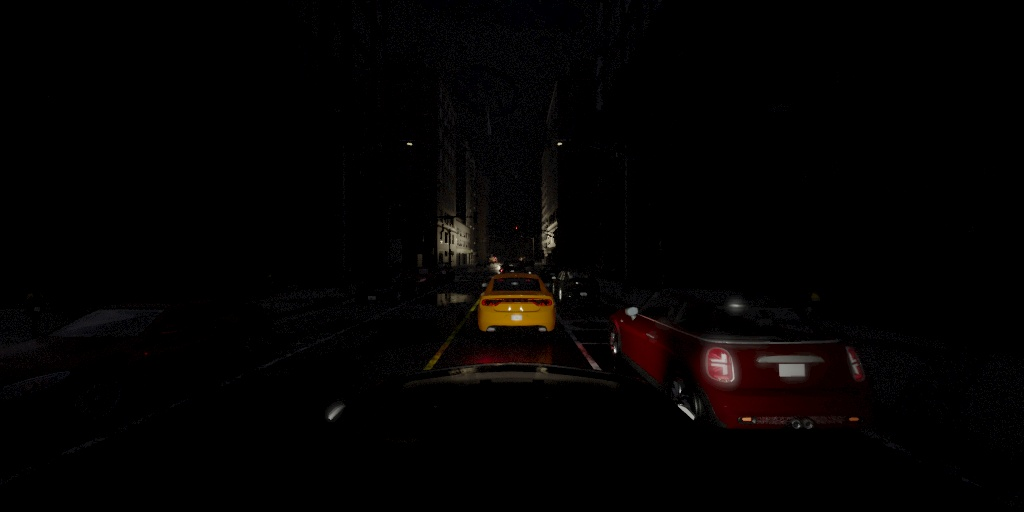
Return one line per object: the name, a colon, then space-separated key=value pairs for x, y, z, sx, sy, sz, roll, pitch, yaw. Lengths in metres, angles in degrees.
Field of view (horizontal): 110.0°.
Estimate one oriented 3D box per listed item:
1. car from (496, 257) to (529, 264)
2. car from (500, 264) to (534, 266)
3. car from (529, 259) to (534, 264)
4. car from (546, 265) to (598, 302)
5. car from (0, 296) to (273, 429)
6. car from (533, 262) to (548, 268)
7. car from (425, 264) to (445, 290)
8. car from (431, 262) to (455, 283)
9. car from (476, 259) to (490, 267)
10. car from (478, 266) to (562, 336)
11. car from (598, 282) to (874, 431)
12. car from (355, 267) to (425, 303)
car: x=0.081 y=1.105 z=28.207 sx=2.097 sy=1.767 sz=4.553 roll=0 pitch=0 yaw=1
car: x=0.135 y=1.315 z=19.475 sx=1.994 sy=1.385 sz=4.181 roll=0 pitch=0 yaw=0
car: x=3.013 y=1.232 z=64.693 sx=1.967 sy=1.591 sz=4.097 roll=0 pitch=0 yaw=0
car: x=2.885 y=1.301 z=16.601 sx=2.007 sy=1.370 sz=4.403 roll=0 pitch=0 yaw=0
car: x=-5.661 y=1.332 z=5.616 sx=1.802 sy=1.307 sz=4.207 roll=0 pitch=0 yaw=0
car: x=2.907 y=1.319 z=27.604 sx=1.948 sy=1.339 sz=4.313 roll=0 pitch=0 yaw=0
car: x=-5.630 y=1.334 z=22.119 sx=1.802 sy=1.307 sz=4.207 roll=0 pitch=0 yaw=0
car: x=-5.619 y=1.193 z=27.621 sx=1.967 sy=1.591 sz=4.097 roll=0 pitch=0 yaw=0
car: x=-5.512 y=1.375 z=64.722 sx=1.802 sy=1.307 sz=4.207 roll=0 pitch=0 yaw=0
car: x=0.114 y=1.228 z=10.487 sx=1.882 sy=1.535 sz=5.008 roll=0 pitch=0 yaw=0
car: x=2.864 y=1.190 z=5.599 sx=1.967 sy=1.591 sz=4.097 roll=0 pitch=0 yaw=0
car: x=-5.640 y=1.317 z=16.618 sx=1.948 sy=1.339 sz=4.313 roll=0 pitch=0 yaw=0
